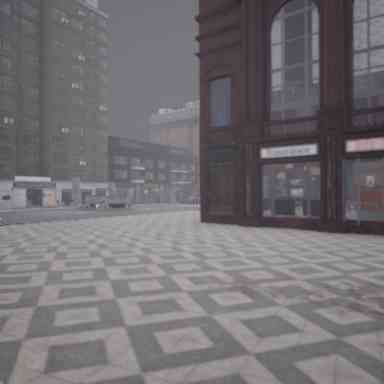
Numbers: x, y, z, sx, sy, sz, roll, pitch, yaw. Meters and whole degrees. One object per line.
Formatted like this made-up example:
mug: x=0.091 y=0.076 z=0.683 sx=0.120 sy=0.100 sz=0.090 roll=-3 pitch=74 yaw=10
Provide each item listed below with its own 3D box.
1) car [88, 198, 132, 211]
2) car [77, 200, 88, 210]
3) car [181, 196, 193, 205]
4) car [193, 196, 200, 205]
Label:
car: x=-9.247 y=1.421 z=39.366 sx=2.128 sy=1.511 sz=4.902 roll=-1 pitch=0 yaw=35
car: x=-11.941 y=1.447 z=41.178 sx=2.128 sy=1.511 sz=4.902 roll=-1 pitch=0 yaw=35
car: x=0.234 y=1.472 z=58.278 sx=2.033 sy=1.411 sz=5.357 roll=-1 pitch=0 yaw=35
car: x=2.818 y=1.419 z=56.306 sx=1.837 sy=1.490 sz=4.892 roll=-1 pitch=-1 yaw=35
